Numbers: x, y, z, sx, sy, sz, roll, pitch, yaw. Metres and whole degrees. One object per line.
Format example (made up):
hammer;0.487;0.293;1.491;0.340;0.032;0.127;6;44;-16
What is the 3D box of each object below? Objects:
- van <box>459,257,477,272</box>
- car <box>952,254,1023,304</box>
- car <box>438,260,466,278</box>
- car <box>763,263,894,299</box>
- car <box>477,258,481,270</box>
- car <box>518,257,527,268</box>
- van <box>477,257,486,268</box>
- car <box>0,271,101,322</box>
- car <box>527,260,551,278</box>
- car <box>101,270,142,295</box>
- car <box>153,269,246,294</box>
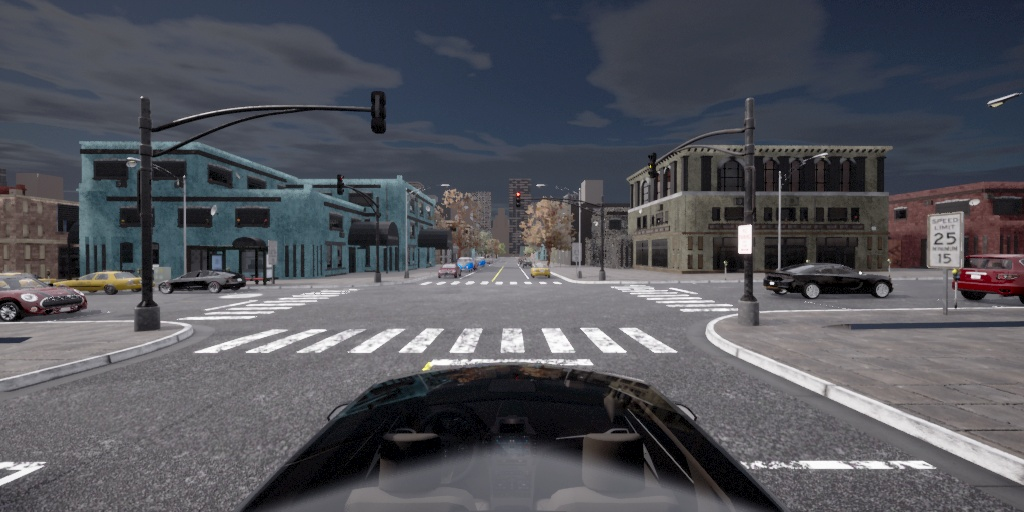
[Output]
van;-5.767;1.083;44.546;1.690;1.789;3.998;0;0;0
car;19.926;0.842;13.617;5.009;1.841;2.192;0;0;-1
car;-5.746;1.326;33.454;1.802;1.307;4.207;0;0;0
car;14.179;1.050;16.187;5.008;1.535;1.882;-1;1;-1
car;-5.778;1.286;50.093;1.888;1.381;4.507;0;0;0
car;2.582;1.289;61.201;2.007;1.370;4.403;0;0;0
van;-5.799;1.079;61.185;1.690;1.789;3.998;0;0;0
car;-18.090;1.423;12.897;4.097;1.591;1.967;0;0;-1
car;2.634;1.270;33.639;1.751;1.417;4.829;0;0;0
car;-24.048;1.501;21.128;4.829;1.417;1.751;0;0;-1
car;-18.225;1.474;21.244;4.313;1.339;1.948;0;0;-1
